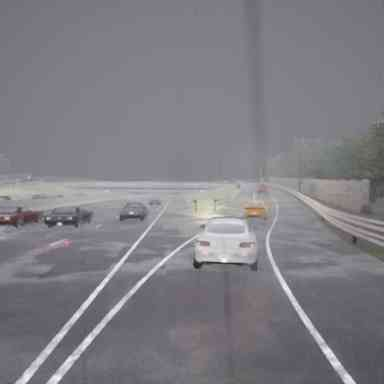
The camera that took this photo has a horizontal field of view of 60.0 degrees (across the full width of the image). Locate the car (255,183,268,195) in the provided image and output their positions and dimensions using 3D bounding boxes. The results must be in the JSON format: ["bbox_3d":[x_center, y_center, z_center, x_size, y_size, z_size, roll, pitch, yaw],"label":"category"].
[{"bbox_3d":[14.882,-0.492,70.046,2.150,2.045,5.566,0,3,9],"label":"car"}]

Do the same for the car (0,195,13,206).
[{"bbox_3d":[-30.349,1.307,52.373,1.837,1.490,4.892,0,0,-2],"label":"car"}]

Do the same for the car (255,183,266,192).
[{"bbox_3d":[16.551,-1.185,80.408,2.150,2.045,5.566,0,3,8],"label":"car"}]

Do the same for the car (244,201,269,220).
[{"bbox_3d":[5.777,1.532,29.696,1.882,1.535,5.008,0,1,15],"label":"car"}]

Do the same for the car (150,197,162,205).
[{"bbox_3d":[-5.849,1.492,53.995,1.895,1.301,4.718,0,0,-3],"label":"car"}]

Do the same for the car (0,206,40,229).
[{"bbox_3d":[-11.338,1.567,21.418,1.895,1.301,4.718,0,0,-2],"label":"car"}]

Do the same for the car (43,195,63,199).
[{"bbox_3d":[-23.567,1.297,57.800,1.837,1.490,4.892,0,1,-2],"label":"car"}]

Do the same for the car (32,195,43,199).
[{"bbox_3d":[-31.063,1.299,68.178,1.895,1.301,4.718,0,0,-3],"label":"car"}]

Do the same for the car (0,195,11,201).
[{"bbox_3d":[-22.796,1.438,39.617,1.812,1.442,4.674,0,0,-2],"label":"car"}]

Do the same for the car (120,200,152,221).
[{"bbox_3d":[-4.670,1.556,27.260,1.994,1.385,4.181,0,0,-2],"label":"car"}]

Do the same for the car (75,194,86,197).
[{"bbox_3d":[-24.273,1.209,72.542,1.837,1.490,4.892,0,0,-3],"label":"car"}]

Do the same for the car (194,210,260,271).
[{"bbox_3d":[1.190,1.542,10.987,1.812,1.442,4.674,1,0,9],"label":"car"}]

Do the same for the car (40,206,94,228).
[{"bbox_3d":[-7.848,1.580,21.725,1.895,1.301,4.718,0,0,-2],"label":"car"}]
